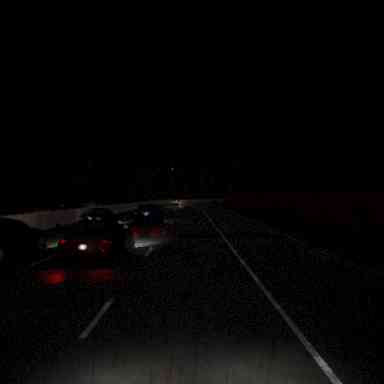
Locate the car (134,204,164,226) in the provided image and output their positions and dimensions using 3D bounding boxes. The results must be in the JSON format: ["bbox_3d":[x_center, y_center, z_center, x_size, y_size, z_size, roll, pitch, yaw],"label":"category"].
[{"bbox_3d":[-3.456,1.734,27.201,2.097,1.767,4.553,0,-1,1],"label":"car"}]

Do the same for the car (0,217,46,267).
[{"bbox_3d":[-6.961,1.670,11.889,1.837,1.490,4.892,0,-2,1],"label":"car"}]

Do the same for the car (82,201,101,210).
[{"bbox_3d":[-17.533,2.339,58.085,1.812,1.442,4.674,0,-1,1],"label":"car"}]

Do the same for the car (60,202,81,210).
[{"bbox_3d":[-21.023,2.412,57.891,1.895,1.301,4.718,0,-1,1],"label":"car"}]

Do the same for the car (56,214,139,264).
[{"bbox_3d":[-3.452,1.742,12.568,1.994,1.385,4.181,0,-1,0],"label":"car"}]

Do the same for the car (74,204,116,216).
[{"bbox_3d":[-6.978,1.901,25.124,2.033,1.411,5.357,0,-1,0],"label":"car"}]

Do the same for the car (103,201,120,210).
[{"bbox_3d":[-14.036,2.379,58.192,1.994,1.385,4.181,0,-1,1],"label":"car"}]
